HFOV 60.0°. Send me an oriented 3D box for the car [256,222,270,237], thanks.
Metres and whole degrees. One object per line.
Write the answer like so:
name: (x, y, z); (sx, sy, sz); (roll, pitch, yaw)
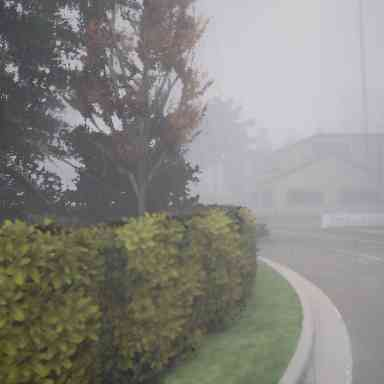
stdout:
car: (1.906, 1.980, 19.011); (2.033, 1.411, 5.357); (0, -2, -37)
